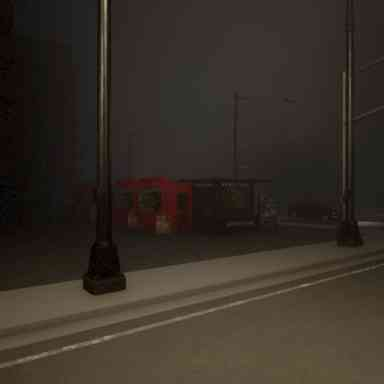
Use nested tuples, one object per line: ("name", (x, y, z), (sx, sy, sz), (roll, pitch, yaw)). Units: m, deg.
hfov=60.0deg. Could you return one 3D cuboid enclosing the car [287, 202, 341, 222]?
("car", (10.276, 1.615, 27.733), (1.837, 1.490, 4.892), (0, -1, -36))
